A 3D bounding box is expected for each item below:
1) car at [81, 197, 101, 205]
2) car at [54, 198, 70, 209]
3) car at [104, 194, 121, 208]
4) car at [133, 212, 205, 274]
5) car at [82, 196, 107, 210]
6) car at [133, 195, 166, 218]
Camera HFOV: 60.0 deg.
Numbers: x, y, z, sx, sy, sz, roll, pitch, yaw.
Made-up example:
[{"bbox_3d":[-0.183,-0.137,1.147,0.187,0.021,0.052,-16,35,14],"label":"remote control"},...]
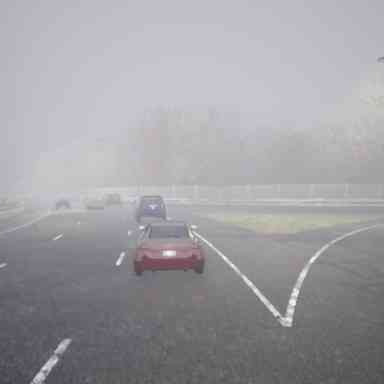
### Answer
[{"bbox_3d":[-18.754,1.589,61.457,2.033,1.411,5.357,0,0,-34],"label":"car"},{"bbox_3d":[-17.935,1.549,45.951,1.837,1.490,4.892,0,0,-25],"label":"car"},{"bbox_3d":[-12.236,1.245,50.090,2.150,2.045,5.566,0,0,-27],"label":"car"},{"bbox_3d":[-0.762,1.563,10.631,1.994,1.385,4.181,0,0,-5],"label":"car"},{"bbox_3d":[-12.560,1.591,42.630,1.994,1.385,4.181,0,0,-23],"label":"car"},{"bbox_3d":[-3.419,1.224,26.459,2.150,2.045,5.566,0,0,-13],"label":"car"}]
